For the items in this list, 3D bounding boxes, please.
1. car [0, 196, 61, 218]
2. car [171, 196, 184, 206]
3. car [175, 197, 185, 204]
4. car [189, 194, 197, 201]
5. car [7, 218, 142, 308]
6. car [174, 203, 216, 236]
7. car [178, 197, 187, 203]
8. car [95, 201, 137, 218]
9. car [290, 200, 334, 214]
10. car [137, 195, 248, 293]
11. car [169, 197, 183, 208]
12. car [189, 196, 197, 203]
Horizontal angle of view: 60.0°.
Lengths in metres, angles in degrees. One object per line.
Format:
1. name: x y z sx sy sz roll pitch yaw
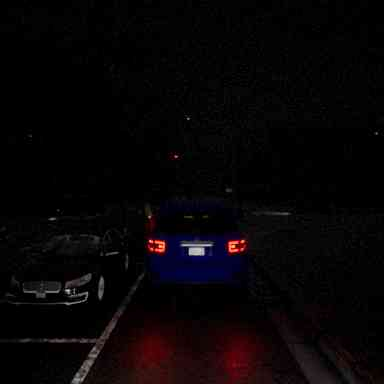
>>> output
1. car: -15.183 1.387 30.840 5.566 2.045 2.150 0 0 0
2. car: -2.445 1.572 57.246 1.967 1.590 4.097 0 0 0
3. car: -2.406 1.772 68.624 1.802 1.307 4.206 0 0 0
4. car: 0.296 1.488 86.049 2.097 1.767 4.553 0 0 0
5. car: -2.612 1.552 7.946 2.008 1.369 4.403 0 0 0
6. car: 0.187 1.503 19.532 2.128 1.511 4.902 0 0 1
7. car: -2.368 1.810 80.001 2.008 1.369 4.403 0 0 0
8. car: -2.594 1.319 13.410 2.192 1.841 5.009 0 0 0
9. car: 12.157 1.500 33.729 4.181 1.385 1.994 0 0 0
10. car: 0.124 1.223 8.991 2.150 2.045 5.566 0 0 1
11. car: -2.465 1.546 51.558 1.967 1.590 4.097 0 0 0
12. car: 0.260 1.701 75.658 1.882 1.535 5.008 0 0 0
